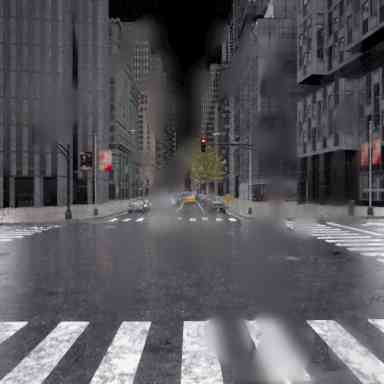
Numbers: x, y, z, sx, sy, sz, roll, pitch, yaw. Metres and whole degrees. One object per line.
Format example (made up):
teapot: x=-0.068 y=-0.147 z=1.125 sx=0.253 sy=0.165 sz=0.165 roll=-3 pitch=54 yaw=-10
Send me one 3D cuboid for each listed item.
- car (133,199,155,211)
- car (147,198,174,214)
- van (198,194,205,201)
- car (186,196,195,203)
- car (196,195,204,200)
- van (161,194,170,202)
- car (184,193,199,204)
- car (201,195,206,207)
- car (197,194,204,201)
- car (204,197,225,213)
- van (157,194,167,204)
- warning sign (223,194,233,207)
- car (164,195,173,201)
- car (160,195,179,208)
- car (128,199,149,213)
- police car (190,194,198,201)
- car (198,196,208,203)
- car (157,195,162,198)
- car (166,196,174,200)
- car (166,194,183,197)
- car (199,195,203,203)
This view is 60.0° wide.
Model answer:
car: x=-5.886 y=1.580 z=41.293 sx=2.008 sy=1.369 sz=4.403 roll=0 pitch=0 yaw=0
car: x=-3.181 y=1.625 z=34.862 sx=1.895 sy=1.301 sz=4.718 roll=0 pitch=0 yaw=0
van: x=2.376 y=1.420 z=83.712 sx=1.690 sy=1.788 sz=3.998 roll=0 pitch=0 yaw=0
car: x=-0.327 y=1.591 z=74.673 sx=2.128 sy=1.511 sz=4.902 roll=0 pitch=0 yaw=0
car: x=2.311 y=1.646 z=94.289 sx=2.008 sy=1.369 sz=4.403 roll=0 pitch=0 yaw=0
van: x=-6.111 y=1.412 z=77.518 sx=1.690 sy=1.788 sz=3.998 roll=0 pitch=0 yaw=0
car: x=-0.165 y=1.531 z=64.380 sx=1.882 sy=1.535 sz=5.008 roll=0 pitch=0 yaw=-1
car: x=2.603 y=1.580 z=47.239 sx=1.887 sy=1.381 sz=4.507 roll=0 pitch=0 yaw=0
car: x=2.508 y=1.602 z=62.555 sx=2.008 sy=1.369 sz=4.403 roll=0 pitch=0 yaw=0
car: x=2.671 y=1.576 z=36.351 sx=2.008 sy=1.369 sz=4.403 roll=0 pitch=0 yaw=0
van: x=-6.044 y=1.398 z=66.691 sx=1.690 sy=1.788 sz=3.998 roll=0 pitch=0 yaw=0
warning sign: x=4.922 y=1.149 z=45.441 sx=1.300 sy=1.860 sz=1.060 roll=0 pitch=0 yaw=0
car: x=-6.178 y=1.637 z=88.343 sx=2.008 sy=1.369 sz=4.403 roll=0 pitch=0 yaw=0
car: x=-3.271 y=1.562 z=48.965 sx=1.812 sy=1.442 sz=4.674 roll=0 pitch=0 yaw=0
car: x=-5.854 y=1.576 z=36.301 sx=2.008 sy=1.369 sz=4.403 roll=0 pitch=0 yaw=0
police car: x=0.473 y=1.514 z=90.526 sx=1.930 sy=1.638 sz=5.238 roll=0 pitch=0 yaw=0
car: x=2.442 y=1.630 z=73.134 sx=1.947 sy=1.339 sz=4.313 roll=0 pitch=0 yaw=0
car: x=-5.976 y=1.610 z=55.864 sx=1.947 sy=1.339 sz=4.313 roll=0 pitch=0 yaw=0
car: x=-6.211 y=1.676 z=93.756 sx=1.802 sy=1.307 sz=4.206 roll=0 pitch=0 yaw=0
car: x=-3.313 y=1.536 z=60.223 sx=2.128 sy=1.511 sz=4.902 roll=0 pitch=0 yaw=0
car: x=2.569 y=1.591 z=52.683 sx=2.008 sy=1.369 sz=4.403 roll=0 pitch=0 yaw=0
